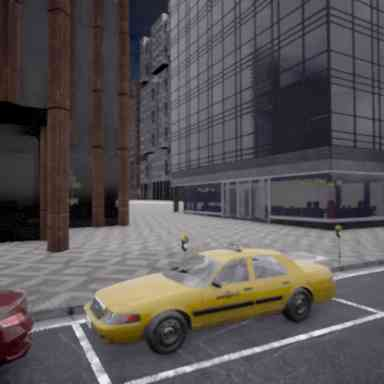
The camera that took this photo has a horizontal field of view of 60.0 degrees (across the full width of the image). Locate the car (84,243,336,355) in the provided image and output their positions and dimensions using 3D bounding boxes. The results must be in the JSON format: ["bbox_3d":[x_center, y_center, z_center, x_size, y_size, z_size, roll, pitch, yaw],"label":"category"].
[{"bbox_3d":[0.553,1.674,6.216,4.829,1.417,1.752,0,-2,-28],"label":"car"}]

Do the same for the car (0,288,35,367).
[{"bbox_3d":[-4.081,1.698,3.711,4.206,1.307,1.802,0,-2,-28],"label":"car"}]
